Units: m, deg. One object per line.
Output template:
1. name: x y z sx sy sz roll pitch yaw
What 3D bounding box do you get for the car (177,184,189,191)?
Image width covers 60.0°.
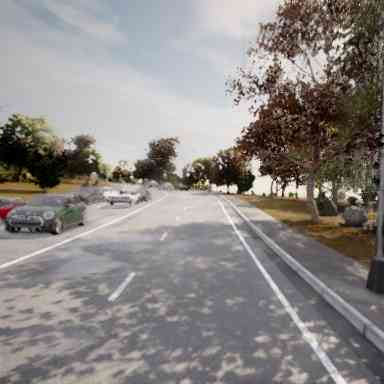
1. car: -2.258 -0.952 70.672 1.895 1.301 4.718 3 2 -23

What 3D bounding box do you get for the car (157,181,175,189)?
1. car: -6.318 -1.734 79.831 2.128 1.511 4.902 3 2 -33

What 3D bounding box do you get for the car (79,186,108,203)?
1. car: -9.346 0.220 29.640 2.033 1.411 5.357 2 2 2

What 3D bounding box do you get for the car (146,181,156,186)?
1. car: -9.360 -1.869 78.105 1.812 1.442 4.674 3 2 -33

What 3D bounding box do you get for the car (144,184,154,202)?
1. car: -5.572 0.250 36.581 1.812 1.442 4.674 2 2 2

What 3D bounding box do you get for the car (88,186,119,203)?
1. car: -9.163 0.184 34.825 1.812 1.442 4.674 2 2 3

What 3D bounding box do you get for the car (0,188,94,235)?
1. car: -6.541 0.867 15.471 2.097 1.767 4.553 2 1 2

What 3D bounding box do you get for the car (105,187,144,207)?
1. car: -5.855 0.420 29.470 1.895 1.301 4.718 2 2 2

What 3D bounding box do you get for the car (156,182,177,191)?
1. car: -5.292 -1.125 68.832 1.812 1.442 4.674 3 2 -23
